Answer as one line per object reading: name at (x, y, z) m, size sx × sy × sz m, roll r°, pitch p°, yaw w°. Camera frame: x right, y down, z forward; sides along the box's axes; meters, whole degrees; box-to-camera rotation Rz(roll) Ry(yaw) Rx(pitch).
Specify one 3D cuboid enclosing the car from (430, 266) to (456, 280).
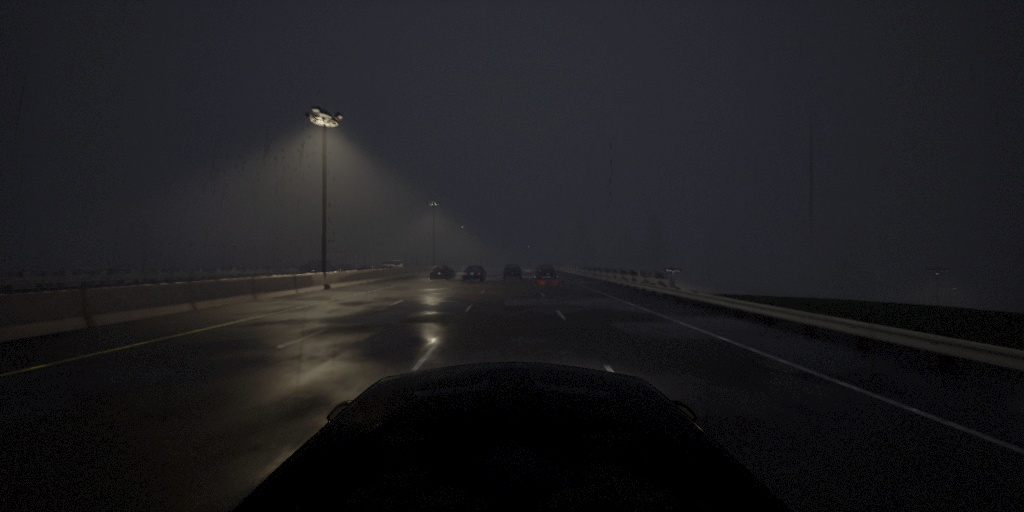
car at (-6.942, 1.654, 36.267) m, size 1.994 × 1.385 × 4.181 m, roll 0°, pitch -1°, yaw 0°

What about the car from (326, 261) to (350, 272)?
car at (-24.587, 1.891, 51.954) m, size 1.837 × 1.490 × 4.892 m, roll 0°, pitch -1°, yaw 1°

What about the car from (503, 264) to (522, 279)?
car at (0.060, 1.584, 37.952) m, size 1.882 × 1.535 × 5.008 m, roll 0°, pitch -1°, yaw 0°

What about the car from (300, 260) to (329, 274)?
car at (-28.079, 1.607, 51.673) m, size 2.150 × 2.045 × 5.566 m, roll 0°, pitch -1°, yaw 1°

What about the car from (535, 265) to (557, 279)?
car at (3.560, 1.624, 37.663) m, size 1.812 × 1.442 × 4.674 m, roll 0°, pitch -1°, yaw 0°

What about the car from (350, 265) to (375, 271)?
car at (-21.085, 1.985, 51.953) m, size 1.895 × 1.301 × 4.718 m, roll 0°, pitch -1°, yaw 1°

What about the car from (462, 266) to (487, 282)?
car at (-3.447, 1.602, 33.500) m, size 2.033 × 1.411 × 5.357 m, roll 0°, pitch -1°, yaw 0°

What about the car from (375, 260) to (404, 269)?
car at (-17.587, 1.608, 52.470) m, size 2.150 × 2.045 × 5.566 m, roll 0°, pitch -1°, yaw 1°
